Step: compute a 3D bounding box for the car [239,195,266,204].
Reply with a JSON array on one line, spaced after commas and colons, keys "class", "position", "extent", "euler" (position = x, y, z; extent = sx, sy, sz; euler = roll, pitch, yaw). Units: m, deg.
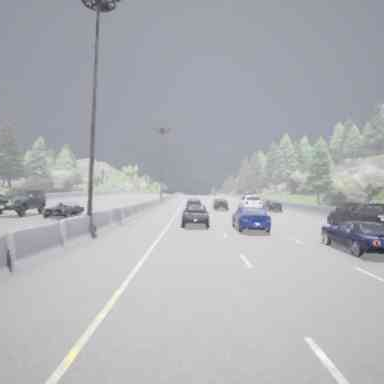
[{"class": "car", "position": [7.259, 1.429, 41.793], "extent": [2.150, 2.045, 5.566], "euler": [2, 1, 0]}]

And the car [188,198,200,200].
[{"class": "car", "position": [0.255, 1.468, 43.006], "extent": [1.882, 1.535, 5.008], "euler": [2, 1, 0]}]

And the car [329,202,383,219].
[{"class": "car", "position": [10.739, 1.631, 21.323], "extent": [2.150, 2.045, 5.566], "euler": [2, 0, 0]}]

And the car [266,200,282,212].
[{"class": "car", "position": [10.752, 1.784, 44.667], "extent": [1.837, 1.490, 4.892], "euler": [2, 1, 0]}]

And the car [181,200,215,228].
[{"class": "car", "position": [0.238, 1.594, 23.544], "extent": [2.128, 1.511, 4.902], "euler": [2, 0, 0]}]

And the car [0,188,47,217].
[{"class": "car", "position": [-13.840, 0.718, 27.064], "extent": [2.150, 2.045, 5.566], "euler": [2, 0, 0]}]

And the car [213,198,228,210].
[{"class": "car", "position": [3.755, 1.587, 44.235], "extent": [1.837, 1.490, 4.892], "euler": [2, 1, 0]}]

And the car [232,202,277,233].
[{"class": "car", "position": [3.735, 1.682, 21.453], "extent": [1.882, 1.535, 5.008], "euler": [2, 0, 0]}]

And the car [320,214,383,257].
[{"class": "car", "position": [7.225, 1.897, 14.215], "extent": [1.895, 1.301, 4.718], "euler": [2, 0, 0]}]

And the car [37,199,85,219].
[{"class": "car", "position": [-10.360, 1.451, 27.057], "extent": [1.895, 1.301, 4.718], "euler": [2, 0, 0]}]
